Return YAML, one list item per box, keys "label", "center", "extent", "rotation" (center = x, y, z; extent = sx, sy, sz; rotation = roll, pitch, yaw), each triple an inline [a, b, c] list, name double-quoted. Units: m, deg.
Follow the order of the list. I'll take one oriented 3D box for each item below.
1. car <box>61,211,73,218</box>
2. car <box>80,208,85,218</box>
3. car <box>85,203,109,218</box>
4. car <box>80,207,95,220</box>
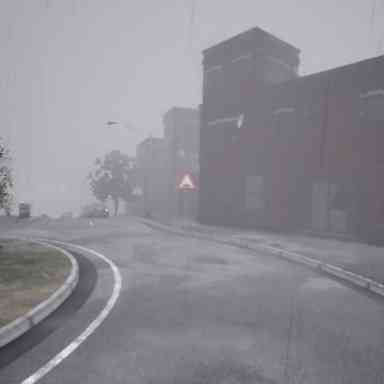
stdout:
- label: "car"
  center: [-21.237, 4.022, 56.783]
  extent: [2.128, 1.511, 4.902]
  rotation: [1, -5, -20]
- label: "car"
  center: [-14.665, 2.958, 48.345]
  extent: [2.150, 2.045, 5.566]
  rotation: [1, -6, -20]
- label: "car"
  center: [-10.526, 2.089, 37.236]
  extent: [2.097, 1.767, 4.553]
  rotation: [1, -5, -20]
- label: "car"
  center: [-18.209, 3.823, 57.840]
  extent: [2.150, 2.045, 5.566]
  rotation: [1, -5, -20]
